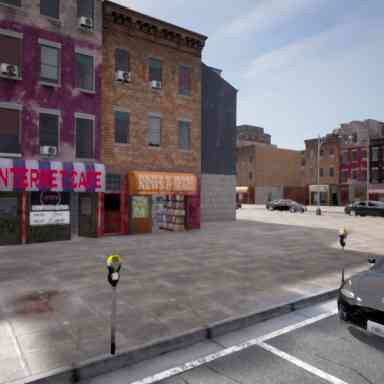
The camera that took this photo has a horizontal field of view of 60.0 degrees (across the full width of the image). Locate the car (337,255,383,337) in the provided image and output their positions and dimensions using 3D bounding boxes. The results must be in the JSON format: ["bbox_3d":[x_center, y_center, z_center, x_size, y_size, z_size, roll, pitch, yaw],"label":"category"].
[{"bbox_3d":[4.409,1.567,5.943,4.313,1.339,1.947,0,0,-35],"label":"car"}]

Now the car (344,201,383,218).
[{"bbox_3d":[15.843,1.539,28.975,1.837,1.490,4.892,1,0,-35],"label":"car"}]

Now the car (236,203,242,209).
[{"bbox_3d":[4.360,1.622,45.151,2.033,1.411,5.357,1,0,-36],"label":"car"}]

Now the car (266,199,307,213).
[{"bbox_3d":[10.359,1.545,36.706,2.128,1.511,4.902,1,0,-35],"label":"car"}]
